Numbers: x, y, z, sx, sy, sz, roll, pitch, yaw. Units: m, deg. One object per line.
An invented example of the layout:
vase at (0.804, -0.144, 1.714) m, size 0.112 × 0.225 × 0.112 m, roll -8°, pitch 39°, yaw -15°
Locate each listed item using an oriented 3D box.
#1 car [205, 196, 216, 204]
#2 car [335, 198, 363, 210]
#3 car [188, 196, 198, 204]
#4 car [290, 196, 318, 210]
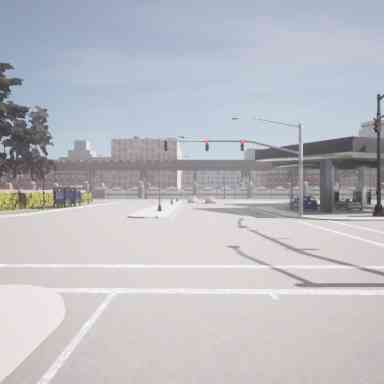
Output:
car at (3.565, 1.525, 64.312) m, size 1.812 × 1.442 × 4.674 m, roll 0°, pitch 0°, yaw 0°
car at (18.996, 1.455, 40.384) m, size 1.970 × 1.475 × 3.806 m, roll 0°, pitch 0°, yaw 0°
car at (0.172, 1.525, 66.096) m, size 1.812 × 1.442 × 4.674 m, roll 0°, pitch 0°, yaw 0°
car at (13.251, 1.294, 39.627) m, size 2.242 × 1.667 × 4.611 m, roll 0°, pitch 0°, yaw 0°
